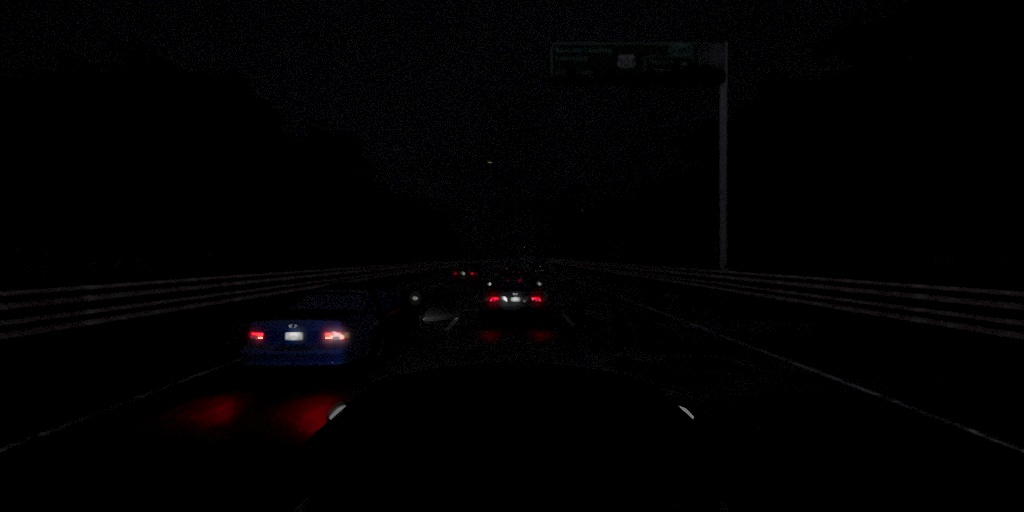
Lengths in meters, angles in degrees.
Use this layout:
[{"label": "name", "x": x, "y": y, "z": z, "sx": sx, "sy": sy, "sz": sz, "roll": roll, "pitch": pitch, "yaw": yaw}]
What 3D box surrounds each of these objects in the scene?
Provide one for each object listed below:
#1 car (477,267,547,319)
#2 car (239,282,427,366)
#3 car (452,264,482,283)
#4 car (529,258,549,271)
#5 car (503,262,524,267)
[{"label": "car", "x": 0.100, "y": 1.289, "z": 12.750, "sx": 2.033, "sy": 1.411, "sz": 5.357, "roll": 0, "pitch": 0, "yaw": 0}, {"label": "car", "x": -3.401, "y": 1.291, "z": 8.101, "sx": 2.033, "sy": 1.411, "sz": 5.357, "roll": 0, "pitch": 0, "yaw": 0}, {"label": "car", "x": -3.392, "y": 1.303, "z": 27.727, "sx": 2.033, "sy": 1.411, "sz": 5.357, "roll": 0, "pitch": 0, "yaw": 0}, {"label": "car", "x": 3.711, "y": 1.329, "z": 48.654, "sx": 1.994, "sy": 1.385, "sz": 4.181, "roll": 0, "pitch": 0, "yaw": 1}, {"label": "car", "x": 0.145, "y": 1.298, "z": 34.940, "sx": 1.812, "sy": 1.442, "sz": 4.674, "roll": 0, "pitch": 0, "yaw": 0}]
